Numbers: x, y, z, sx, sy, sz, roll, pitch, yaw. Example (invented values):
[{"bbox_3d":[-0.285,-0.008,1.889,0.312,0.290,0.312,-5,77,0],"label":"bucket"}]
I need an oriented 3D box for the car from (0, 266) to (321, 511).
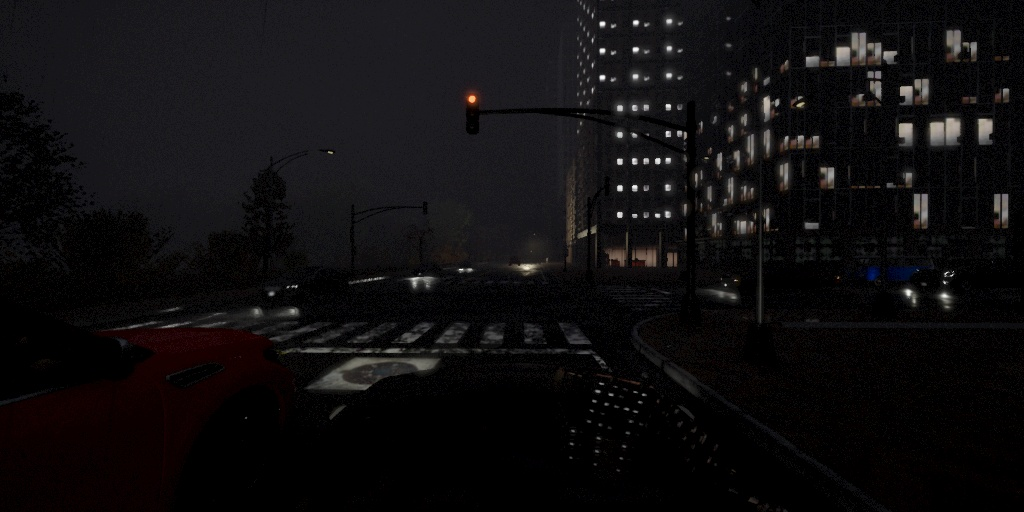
[{"bbox_3d":[-3.118,0.972,1.001,2.150,2.045,5.566,0,0,0],"label":"car"}]

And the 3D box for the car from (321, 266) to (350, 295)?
[{"bbox_3d":[-9.462,1.236,16.707,2.128,1.511,4.902,0,0,3],"label":"car"}]

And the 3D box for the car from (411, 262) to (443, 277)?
[{"bbox_3d":[-8.376,1.291,35.853,2.033,1.411,5.357,0,0,4],"label":"car"}]

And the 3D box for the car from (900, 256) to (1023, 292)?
[{"bbox_3d":[23.431,0.866,18.281,4.553,1.767,2.097,0,0,4],"label":"car"}]

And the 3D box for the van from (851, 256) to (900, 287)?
[{"bbox_3d":[22.116,0.856,21.096,3.998,1.789,1.690,0,0,4],"label":"van"}]

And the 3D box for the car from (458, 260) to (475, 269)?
[{"bbox_3d":[-7.108,1.313,56.273,1.994,1.385,4.181,0,0,4],"label":"car"}]

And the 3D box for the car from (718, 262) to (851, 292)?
[{"bbox_3d":[14.041,1.138,18.939,5.357,1.411,2.033,0,0,4],"label":"car"}]
